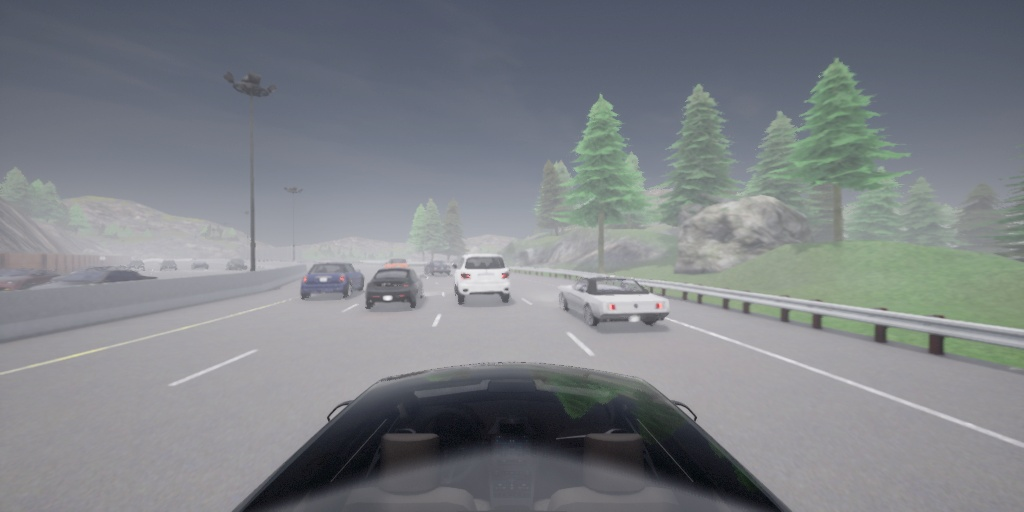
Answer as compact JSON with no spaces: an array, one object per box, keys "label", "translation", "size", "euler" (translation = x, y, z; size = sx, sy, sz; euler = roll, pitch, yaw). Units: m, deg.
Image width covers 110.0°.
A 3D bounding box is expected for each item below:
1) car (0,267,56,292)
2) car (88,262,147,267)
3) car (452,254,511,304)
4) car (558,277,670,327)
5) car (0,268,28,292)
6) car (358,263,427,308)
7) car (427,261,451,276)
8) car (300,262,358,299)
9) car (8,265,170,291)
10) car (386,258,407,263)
[{"label":"car","translation":[-32.623,1.472,23.257],"size":[1.994,1.385,4.181],"euler":[0,0,-23]},{"label":"car","translation":[-24.457,1.346,21.269],"size":[2.128,1.511,4.902],"euler":[0,0,-19]},{"label":"car","translation":[-1.484,0.923,16.449],"size":[2.150,2.045,5.566],"euler":[0,0,-11]},{"label":"car","translation":[2.840,1.290,11.235],"size":[1.895,1.301,4.718],"euler":[0,0,-6]},{"label":"car","translation":[-27.883,1.448,20.504],"size":[1.994,1.385,4.181],"euler":[0,0,-19]},{"label":"car","translation":[-4.817,1.236,15.109],"size":[1.837,1.490,4.892],"euler":[0,0,-10]},{"label":"car","translation":[-7.561,1.214,36.116],"size":[2.033,1.411,5.357],"euler":[-1,0,-23]},{"label":"car","translation":[-9.062,1.102,18.497],"size":[2.097,1.767,4.553],"euler":[-1,0,-12]},{"label":"car","translation":[-19.583,1.383,17.113],"size":[2.033,1.411,5.357],"euler":[0,0,-13]},{"label":"car","translation":[-12.008,1.047,37.282],"size":[2.097,1.767,4.553],"euler":[-1,0,-26]}]
